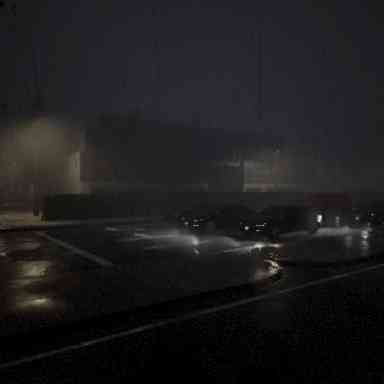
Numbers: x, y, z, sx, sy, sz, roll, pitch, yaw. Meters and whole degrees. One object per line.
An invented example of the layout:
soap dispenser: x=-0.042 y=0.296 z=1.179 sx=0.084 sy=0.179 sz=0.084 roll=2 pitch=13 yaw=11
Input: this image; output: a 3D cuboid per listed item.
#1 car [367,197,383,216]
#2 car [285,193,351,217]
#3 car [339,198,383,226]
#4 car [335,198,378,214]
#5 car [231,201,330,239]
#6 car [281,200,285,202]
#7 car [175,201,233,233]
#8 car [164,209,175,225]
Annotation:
car: x=18.275 y=1.285 z=30.443 sx=5.008 sy=1.535 sz=1.882 roll=0 pitch=0 yaw=-35
car: x=9.753 y=1.089 z=24.574 sx=5.566 sy=2.045 sz=2.150 roll=0 pitch=0 yaw=-35
car: x=12.301 y=1.356 z=22.079 sx=4.902 sy=1.511 sz=2.128 roll=0 pitch=0 yaw=-35
car: x=16.654 y=1.329 z=33.576 sx=4.674 sy=1.442 sz=1.812 roll=0 pitch=0 yaw=-35
car: x=4.541 y=1.424 z=16.821 sx=4.892 sy=1.490 sz=1.837 roll=0 pitch=0 yaw=-34
car: x=8.283 y=1.341 z=27.811 sx=5.008 sy=1.535 sz=1.882 roll=0 pitch=0 yaw=-35
car: x=1.715 y=1.429 z=19.123 sx=4.892 sy=1.490 sz=1.837 roll=0 pitch=0 yaw=-34
car: x=0.447 y=1.396 z=22.492 sx=5.008 sy=1.535 sz=1.882 roll=0 pitch=0 yaw=-34
